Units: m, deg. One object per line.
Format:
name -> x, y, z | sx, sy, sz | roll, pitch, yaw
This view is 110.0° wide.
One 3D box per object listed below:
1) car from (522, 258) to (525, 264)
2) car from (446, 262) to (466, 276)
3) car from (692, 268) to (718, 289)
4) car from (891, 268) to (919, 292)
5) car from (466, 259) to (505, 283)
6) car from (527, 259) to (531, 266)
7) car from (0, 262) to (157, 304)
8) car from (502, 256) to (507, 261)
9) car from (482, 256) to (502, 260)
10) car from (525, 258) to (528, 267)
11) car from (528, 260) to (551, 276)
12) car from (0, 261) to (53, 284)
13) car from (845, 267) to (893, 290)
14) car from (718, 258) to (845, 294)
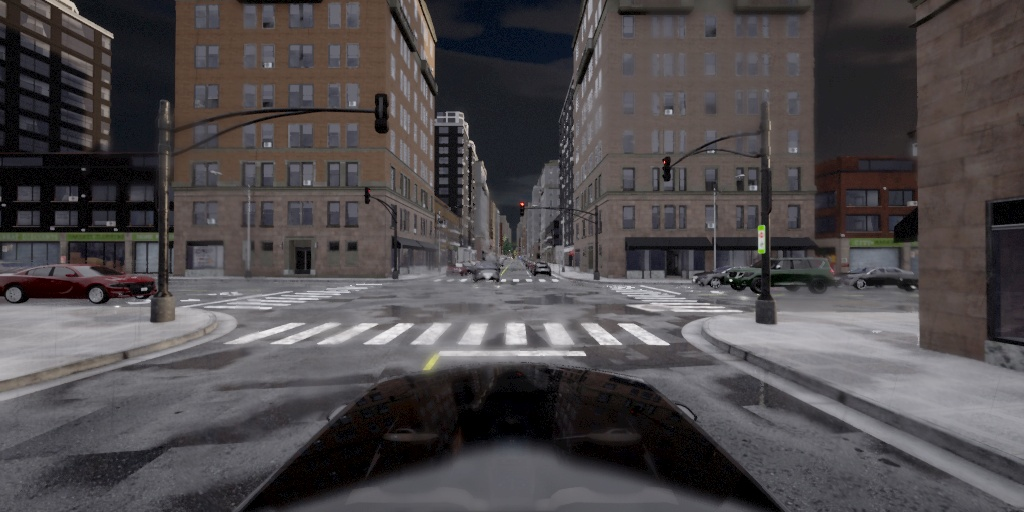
car -> 3.307, 1.316, 63.902 | 1.948, 1.339, 4.313 | 0, 0, 1
car -> -5.558, 1.336, 36.352 | 1.802, 1.307, 4.207 | 0, 0, 1
car -> 14.826, 1.401, 24.277 | 4.902, 1.511, 2.128 | 0, -1, 2
car -> 25.718, 1.550, 20.963 | 4.718, 1.301, 1.895 | 0, -1, 0
car -> -2.123, 1.246, 27.675 | 2.128, 1.511, 4.902 | 0, 0, -10
car -> 3.035, 1.297, 41.781 | 1.888, 1.381, 4.507 | 0, 0, 1
car -> -17.440, 1.062, 14.537 | 5.008, 1.535, 1.882 | 0, -1, -1
car -> -2.420, 1.257, 64.116 | 1.837, 1.490, 4.892 | 0, 0, 1
car -> -2.706, 0.976, 43.979 | 2.150, 2.045, 5.566 | 0, 0, 1
car -> 3.103, 1.302, 47.311 | 2.007, 1.370, 4.403 | 0, 0, 1
car -> 2.967, 1.318, 36.251 | 1.948, 1.339, 4.313 | 0, 0, 1
car -> -35.438, 1.094, 24.597 | 5.357, 1.411, 2.033 | 0, -1, 0
car -> 24.231, 1.463, 24.219 | 4.902, 1.511, 2.128 | 0, -1, 0
car -> 15.615, 1.105, 21.029 | 5.566, 2.045, 2.150 | 0, -1, 0
